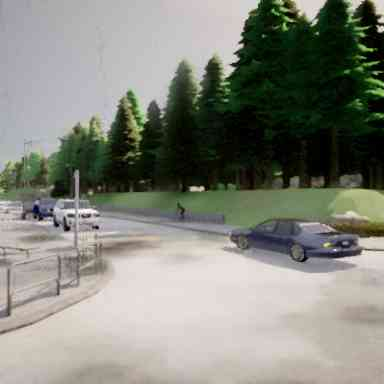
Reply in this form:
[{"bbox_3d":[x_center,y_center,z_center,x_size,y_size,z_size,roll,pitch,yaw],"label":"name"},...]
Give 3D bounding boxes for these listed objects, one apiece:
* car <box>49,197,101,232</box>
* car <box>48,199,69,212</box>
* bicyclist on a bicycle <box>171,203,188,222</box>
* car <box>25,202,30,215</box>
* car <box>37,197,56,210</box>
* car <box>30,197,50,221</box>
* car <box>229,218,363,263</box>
[{"bbox_3d":[-8.099,1.512,23.129,2.150,2.045,5.566,1,-1,-33],"label":"car"},{"bbox_3d":[-19.558,1.955,48.562,2.097,1.767,4.553,1,-1,-33],"label":"car"},{"bbox_3d":[-1.011,1.708,27.620,1.656,1.620,0.582,0,-1,-33],"label":"bicyclist on a bicycle"},{"bbox_3d":[-19.405,2.005,40.643,1.837,1.490,4.892,1,-1,-33],"label":"car"},{"bbox_3d":[-25.030,1.925,57.023,2.150,2.045,5.566,1,-1,-33],"label":"car"},{"bbox_3d":[-13.736,1.616,31.841,2.150,2.045,5.566,1,-1,-33],"label":"car"},{"bbox_3d":[3.685,1.723,12.898,2.033,1.411,5.357,1,-1,-30],"label":"car"}]
